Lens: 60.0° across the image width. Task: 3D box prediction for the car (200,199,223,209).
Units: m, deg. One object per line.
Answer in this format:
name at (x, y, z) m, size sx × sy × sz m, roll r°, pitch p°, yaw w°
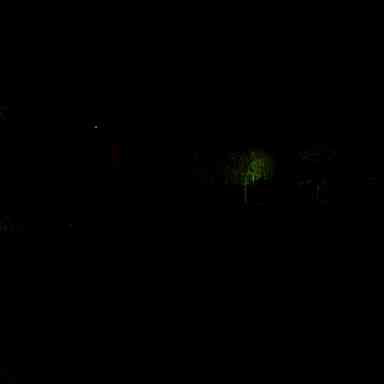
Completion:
car at (3.278, 1.965, 55.398) m, size 2.128 × 1.511 × 4.902 m, roll -1°, pitch -1°, yaw 36°
